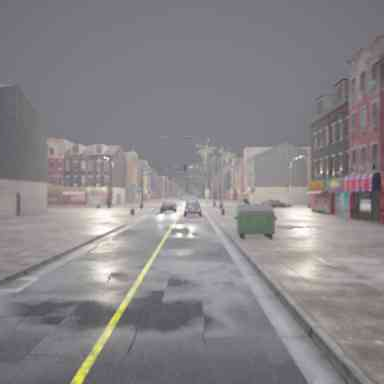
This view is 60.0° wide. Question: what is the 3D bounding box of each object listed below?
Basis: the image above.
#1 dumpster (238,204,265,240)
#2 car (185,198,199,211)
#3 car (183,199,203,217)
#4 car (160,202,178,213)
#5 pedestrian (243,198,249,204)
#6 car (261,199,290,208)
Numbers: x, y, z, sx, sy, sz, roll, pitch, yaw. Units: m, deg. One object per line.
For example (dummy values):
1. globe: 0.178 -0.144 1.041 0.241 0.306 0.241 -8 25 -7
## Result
1. dumpster: 3.015 1.479 17.015 1.020 1.700 1.940 0 -1 0
2. car: 0.042 1.711 46.527 1.882 1.535 5.008 0 0 0
3. car: 0.089 1.718 33.852 2.033 1.411 5.357 0 0 0
4. car: -2.745 1.804 39.789 1.895 1.301 4.718 0 0 0
5. pedestrian: 2.946 1.230 18.010 0.375 1.860 0.375 0 -1 -10
6. car: 12.376 1.772 49.419 4.313 1.339 1.947 0 0 0
